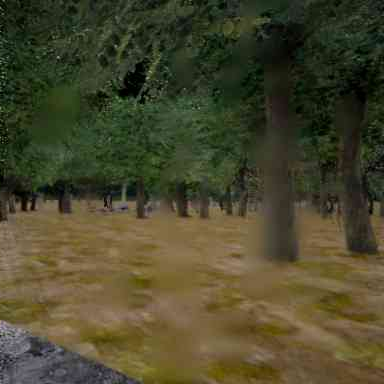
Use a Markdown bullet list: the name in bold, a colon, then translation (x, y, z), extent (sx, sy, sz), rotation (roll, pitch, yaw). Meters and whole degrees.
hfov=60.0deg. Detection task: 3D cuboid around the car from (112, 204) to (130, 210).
- **car**: translation (-16.582, 3.580, 77.694), extent (2.097, 1.767, 4.553), rotation (-2, -3, 33)
